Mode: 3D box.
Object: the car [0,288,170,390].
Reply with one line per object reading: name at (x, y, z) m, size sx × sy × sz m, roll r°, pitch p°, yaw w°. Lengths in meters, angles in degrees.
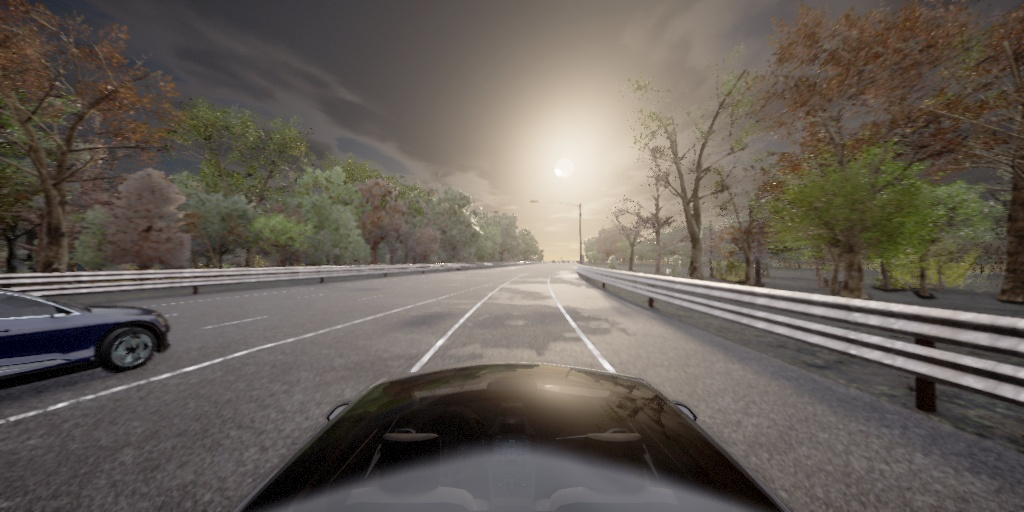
car at (-7.795, 1.164, 4.924) m, size 2.033 × 1.649 × 4.856 m, roll 0°, pitch -1°, yaw 10°
